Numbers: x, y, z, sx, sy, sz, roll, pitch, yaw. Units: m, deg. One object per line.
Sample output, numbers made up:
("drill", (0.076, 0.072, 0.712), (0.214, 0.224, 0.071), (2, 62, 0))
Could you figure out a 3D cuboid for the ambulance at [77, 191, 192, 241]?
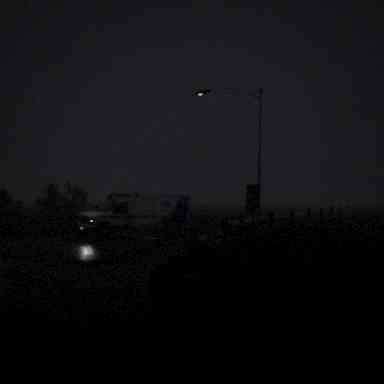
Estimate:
("ambulance", (-3.000, 1.238, 18.526), (6.366, 2.431, 2.351), (3, -1, -40))
